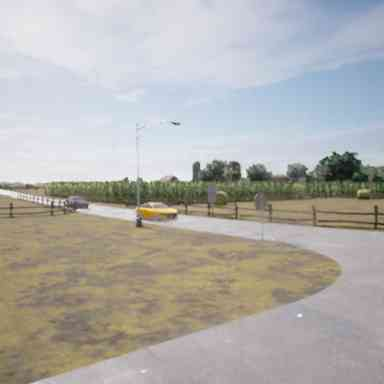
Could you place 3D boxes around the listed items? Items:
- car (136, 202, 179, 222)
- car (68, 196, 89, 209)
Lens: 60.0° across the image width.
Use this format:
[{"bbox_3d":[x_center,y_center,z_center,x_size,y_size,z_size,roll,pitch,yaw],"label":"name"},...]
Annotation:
[{"bbox_3d":[-3.061,1.676,28.778,1.882,1.535,5.008,-1,1,-36],"label":"car"},{"bbox_3d":[-16.302,1.446,47.448,2.097,1.767,4.553,-1,2,-35],"label":"car"}]
